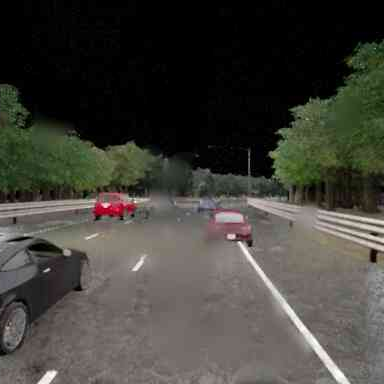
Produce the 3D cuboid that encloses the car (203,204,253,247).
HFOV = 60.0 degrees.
[{"bbox_3d":[1.525,1.456,14.528,1.812,1.442,4.674,0,0,2],"label":"car"}]

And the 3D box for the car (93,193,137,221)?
[{"bbox_3d":[-5.953,1.112,26.267,2.150,2.045,5.566,0,0,4],"label":"car"}]

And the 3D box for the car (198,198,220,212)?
[{"bbox_3d":[1.770,1.489,36.685,1.994,1.385,4.181,0,0,7],"label":"car"}]

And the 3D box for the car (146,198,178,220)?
[{"bbox_3d":[-2.365,1.243,27.243,2.097,1.767,4.553,0,0,4],"label":"car"}]

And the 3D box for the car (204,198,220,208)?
[{"bbox_3d":[2.945,1.600,47.926,1.994,1.385,4.181,0,-1,8],"label":"car"}]

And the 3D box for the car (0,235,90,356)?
[{"bbox_3d":[-3.306,1.494,5.886,1.812,1.442,4.674,0,0,1],"label":"car"}]
